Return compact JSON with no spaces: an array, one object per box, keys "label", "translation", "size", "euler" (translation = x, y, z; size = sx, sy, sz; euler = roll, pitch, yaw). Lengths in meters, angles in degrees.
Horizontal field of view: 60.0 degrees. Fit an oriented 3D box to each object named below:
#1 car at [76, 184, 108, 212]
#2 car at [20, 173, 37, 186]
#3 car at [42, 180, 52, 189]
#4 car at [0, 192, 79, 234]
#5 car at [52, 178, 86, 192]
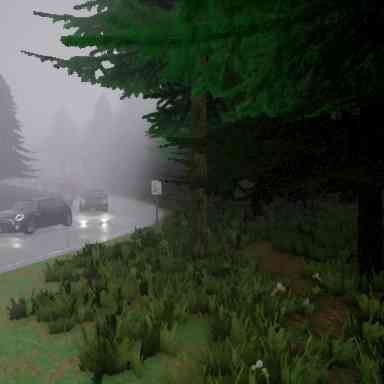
[{"label":"car","translation":[-8.119,0.589,27.702],"size":[2.097,1.767,4.553],"euler":[0,4,-14]},{"label":"car","translation":[-25.830,-2.127,52.412],"size":[2.150,2.045,5.566],"euler":[0,5,-30]},{"label":"car","translation":[-18.493,-0.951,45.360],"size":[4.892,1.490,1.837],"euler":[6,4,38]},{"label":"car","translation":[-8.505,1.138,17.855],"size":[2.097,1.767,4.553],"euler":[0,2,15]},{"label":"car","translation":[-12.882,-0.412,36.629],"size":[5.566,2.045,2.150],"euler":[7,5,44]}]
